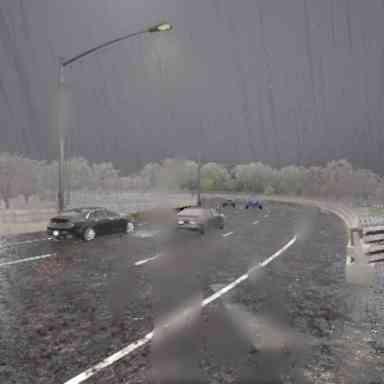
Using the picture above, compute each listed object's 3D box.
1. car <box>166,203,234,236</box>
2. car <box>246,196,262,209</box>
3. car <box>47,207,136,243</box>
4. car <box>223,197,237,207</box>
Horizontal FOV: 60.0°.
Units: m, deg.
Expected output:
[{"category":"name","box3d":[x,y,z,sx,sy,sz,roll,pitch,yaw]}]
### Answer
[{"category":"car","box3d":[0.477,1.547,18.745,2.033,1.411,5.357,0,0,24]},{"category":"car","box3d":[8.656,1.381,46.590,2.097,1.767,4.553,0,0,10]},{"category":"car","box3d":[-4.652,1.484,16.209,1.837,1.490,4.892,1,0,27]},{"category":"car","box3d":[5.627,1.522,49.952,1.837,1.490,4.892,0,0,8]}]
